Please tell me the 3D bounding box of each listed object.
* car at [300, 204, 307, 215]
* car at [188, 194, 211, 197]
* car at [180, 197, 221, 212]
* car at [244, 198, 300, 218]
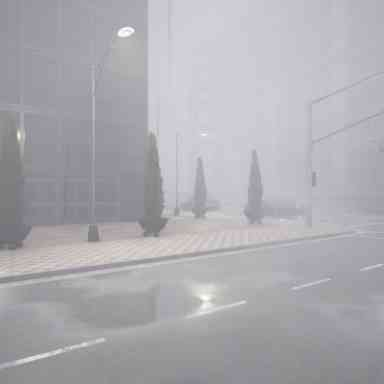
[{"bbox_3d":[9.506,1.407,33.469,2.097,1.767,4.553,0,0,-36],"label":"car"},{"bbox_3d":[1.423,1.275,44.553,2.150,2.045,5.566,0,0,-36],"label":"car"},{"bbox_3d":[0.735,1.603,39.552,2.033,1.411,5.357,0,0,-36],"label":"car"},{"bbox_3d":[7.063,1.533,30.877,1.882,1.535,5.008,0,0,-36],"label":"car"}]
